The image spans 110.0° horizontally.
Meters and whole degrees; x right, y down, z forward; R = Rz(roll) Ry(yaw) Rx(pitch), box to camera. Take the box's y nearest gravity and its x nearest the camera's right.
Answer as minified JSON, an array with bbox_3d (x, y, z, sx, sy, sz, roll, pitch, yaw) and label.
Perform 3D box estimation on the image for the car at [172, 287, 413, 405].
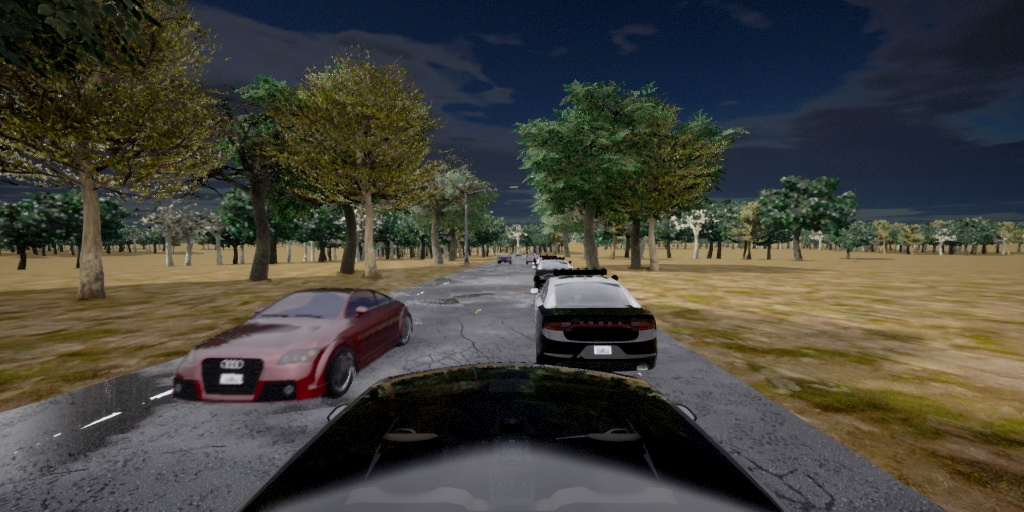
[{"bbox_3d":[-3.293,1.274,6.347,1.994,1.385,4.181,0,1,4],"label":"car"}]

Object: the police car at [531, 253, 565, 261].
[{"bbox_3d":[2.020,0.851,17.644,1.930,1.638,5.238,1,1,3],"label":"police car"}]

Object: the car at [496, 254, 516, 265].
[{"bbox_3d":[-0.936,0.459,47.728,2.033,1.411,5.357,0,-1,3],"label":"car"}]

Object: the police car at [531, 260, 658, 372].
[{"bbox_3d":[1.429,1.070,7.653,1.930,1.638,5.238,-1,1,3],"label":"police car"}]

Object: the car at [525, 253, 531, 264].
[{"bbox_3d":[2.894,0.433,50.510,2.033,1.411,5.357,0,1,3],"label":"car"}]
